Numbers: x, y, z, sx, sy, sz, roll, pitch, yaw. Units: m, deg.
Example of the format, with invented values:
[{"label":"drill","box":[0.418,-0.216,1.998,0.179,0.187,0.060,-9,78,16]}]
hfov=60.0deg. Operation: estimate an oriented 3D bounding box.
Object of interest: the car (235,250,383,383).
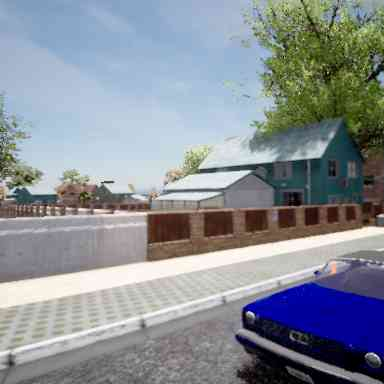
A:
[{"label":"car","box":[2.819,1.656,4.995,4.718,1.301,1.895,1,-1,-41]}]
